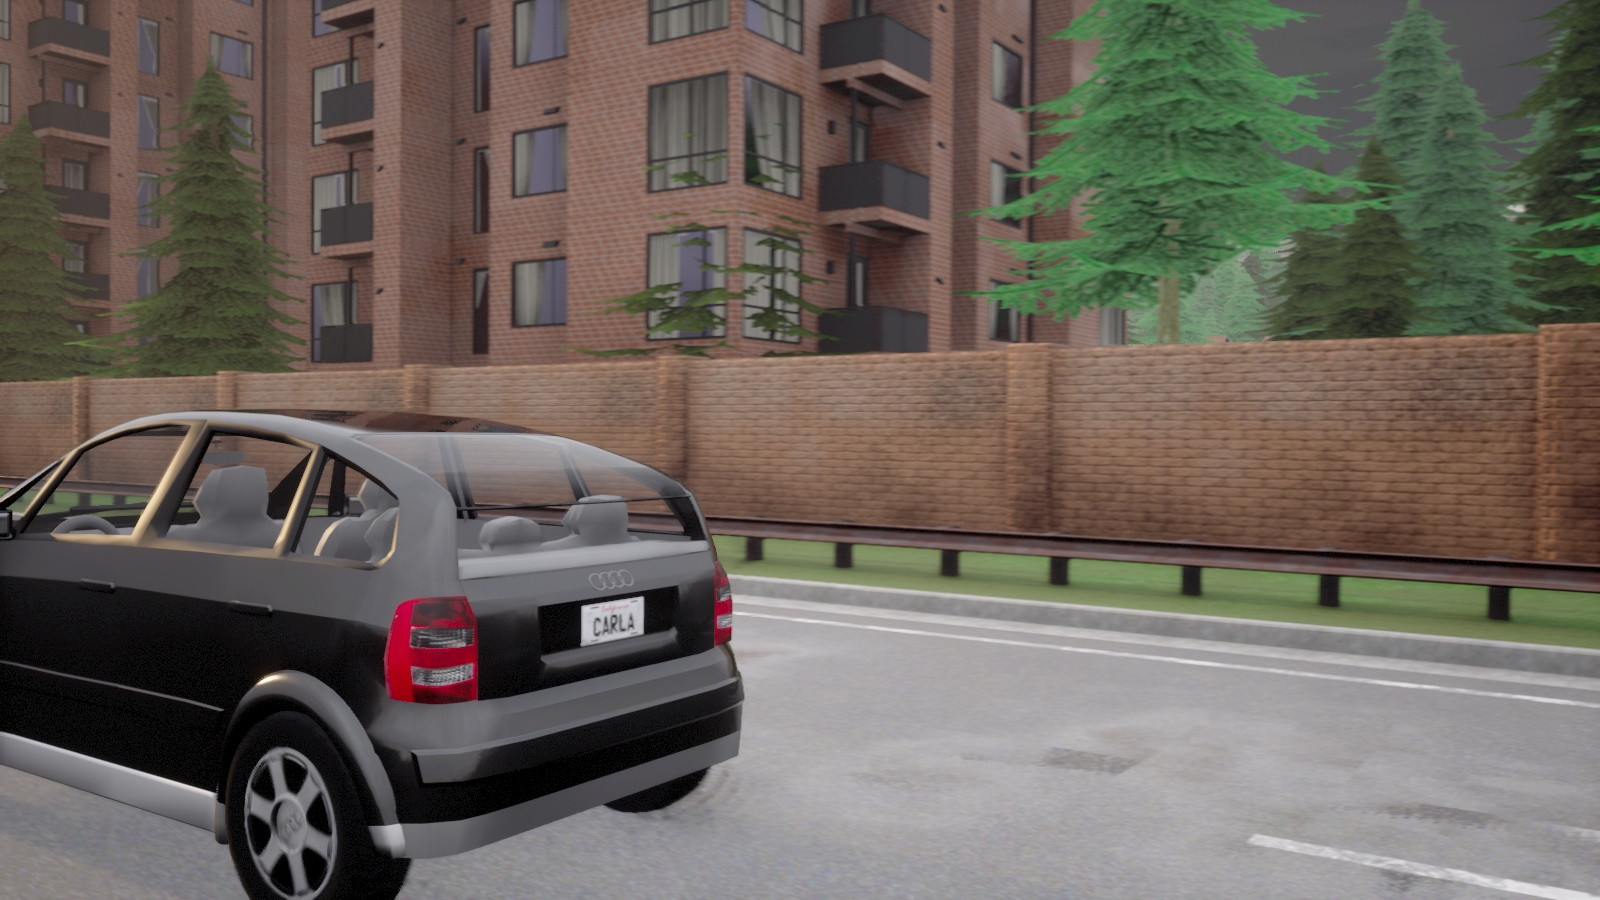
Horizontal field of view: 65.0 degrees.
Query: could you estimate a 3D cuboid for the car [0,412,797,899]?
[{"bbox_3d":[-2.055,0.661,4.987,3.705,1.549,1.789,0,1,34],"label":"car"}]
